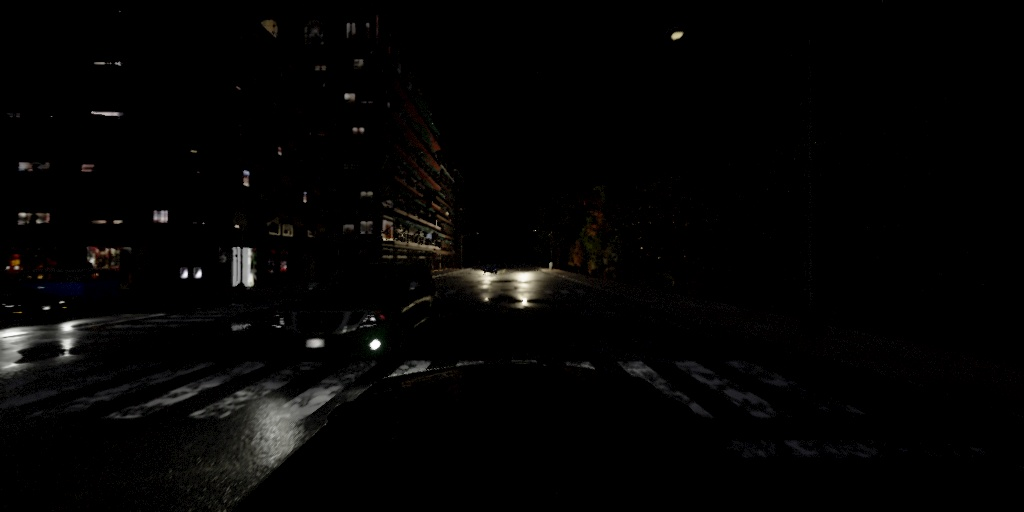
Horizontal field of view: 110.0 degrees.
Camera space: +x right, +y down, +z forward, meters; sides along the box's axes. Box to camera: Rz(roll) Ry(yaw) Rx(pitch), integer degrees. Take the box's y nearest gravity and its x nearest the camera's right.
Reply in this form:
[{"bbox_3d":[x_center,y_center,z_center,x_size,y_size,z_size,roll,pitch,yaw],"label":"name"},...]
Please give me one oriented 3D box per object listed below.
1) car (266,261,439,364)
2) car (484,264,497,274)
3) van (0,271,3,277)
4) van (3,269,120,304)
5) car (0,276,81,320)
[{"bbox_3d":[-3.257,1.150,8.708,2.150,2.045,5.566,0,-1,0],"label":"car"},{"bbox_3d":[-3.222,1.951,54.239,1.882,1.535,5.008,0,0,0],"label":"car"},{"bbox_3d":[-28.313,1.632,18.279,3.998,1.789,1.690,0,0,-1],"label":"van"},{"bbox_3d":[-22.711,1.560,18.354,3.998,1.789,1.690,0,0,-1],"label":"van"},{"bbox_3d":[-18.820,1.624,12.643,4.892,1.490,1.837,-1,0,0],"label":"car"}]
